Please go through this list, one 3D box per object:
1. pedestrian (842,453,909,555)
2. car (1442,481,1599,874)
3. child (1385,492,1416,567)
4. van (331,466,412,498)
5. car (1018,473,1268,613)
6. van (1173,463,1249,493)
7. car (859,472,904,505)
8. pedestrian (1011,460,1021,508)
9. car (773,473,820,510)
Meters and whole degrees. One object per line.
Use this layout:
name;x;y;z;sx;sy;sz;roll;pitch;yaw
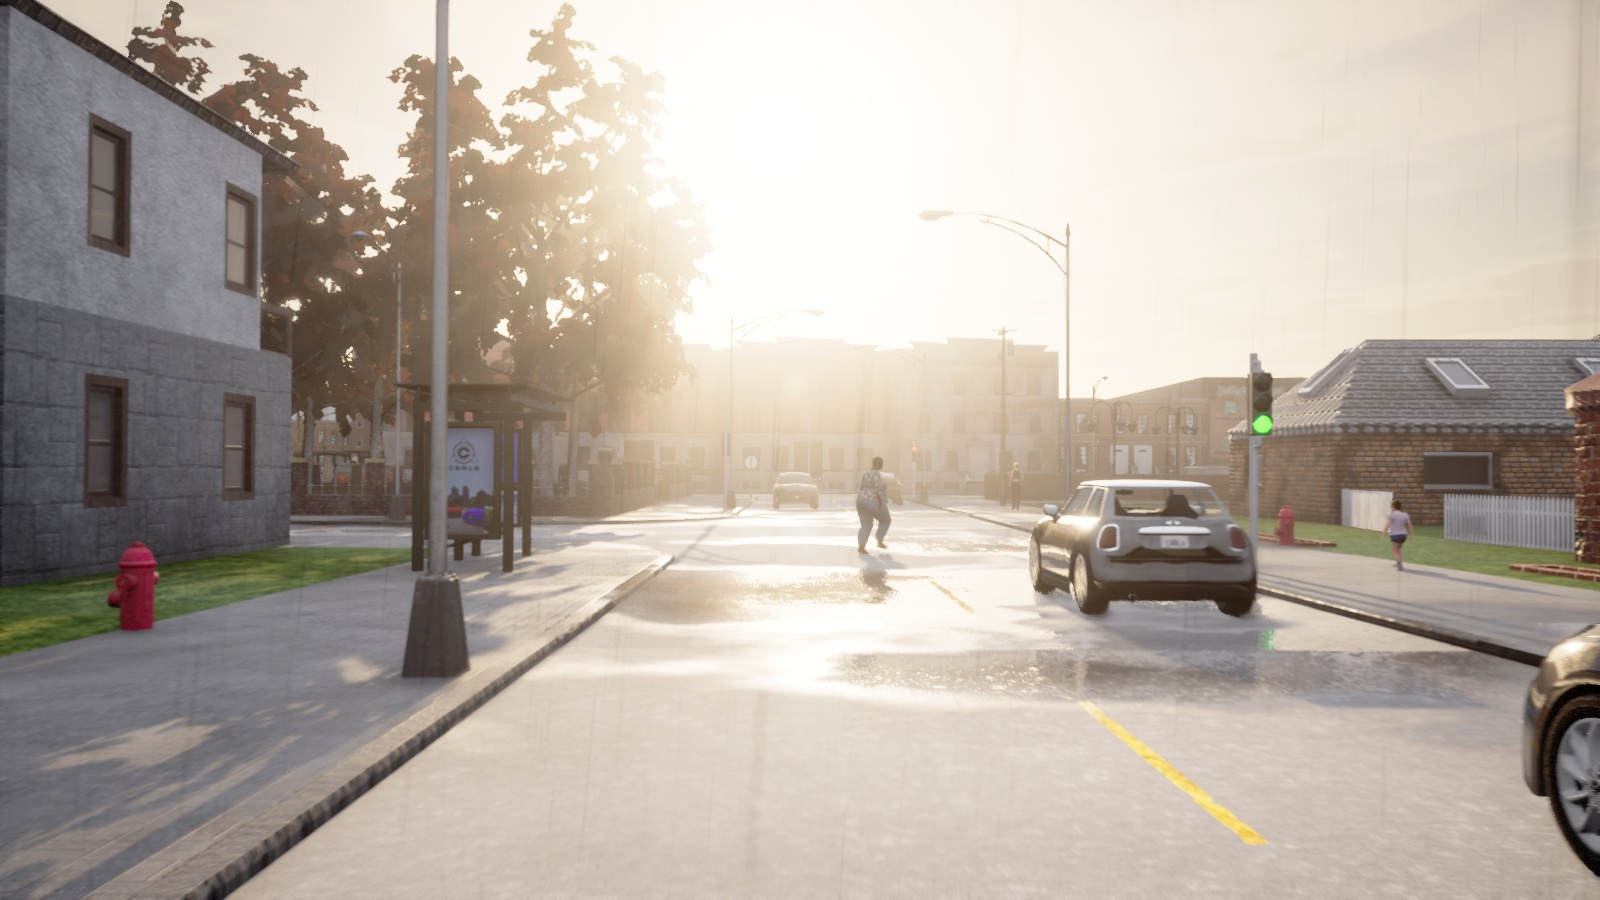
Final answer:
pedestrian;1.415;0.993;23.559;0.900;1.855;0.874;0;-1;-32
car;3.990;0.864;3.538;1.837;1.490;4.892;0;-1;0
child;9.025;1.185;18.893;0.255;1.110;0.394;0;-1;-2
van;-26.894;1.996;78.891;4.442;1.987;1.775;0;-1;0
car;3.961;1.019;15.209;1.970;1.475;3.806;0;-1;0
van;27.171;1.851;83.062;4.442;1.987;1.775;0;-1;0
car;3.852;1.809;60.022;1.837;1.490;4.892;0;-1;0
pedestrian;8.337;1.303;48.497;0.345;1.836;0.594;0;-1;8
car;-0.203;1.714;53.353;1.837;1.490;4.892;0;-1;-2
